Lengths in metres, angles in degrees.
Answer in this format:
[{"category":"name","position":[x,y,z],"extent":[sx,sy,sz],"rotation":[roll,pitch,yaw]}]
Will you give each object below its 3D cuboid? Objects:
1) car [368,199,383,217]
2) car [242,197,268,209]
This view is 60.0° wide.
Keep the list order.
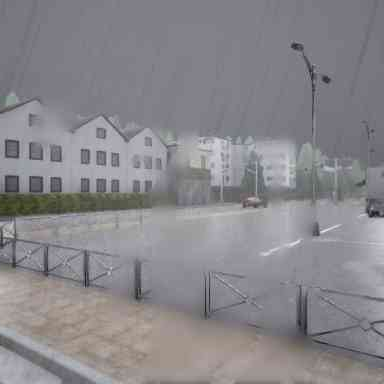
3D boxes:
[{"category":"car","position":[15.488,1.298,26.767],"extent":[2.007,1.523,4.514],"rotation":[0,0,35]},{"category":"car","position":[8.104,1.334,42.799],"extent":[1.812,1.442,4.674],"rotation":[0,0,36]}]
